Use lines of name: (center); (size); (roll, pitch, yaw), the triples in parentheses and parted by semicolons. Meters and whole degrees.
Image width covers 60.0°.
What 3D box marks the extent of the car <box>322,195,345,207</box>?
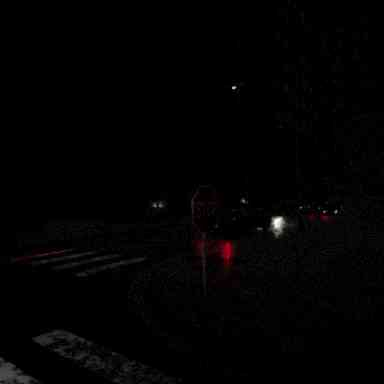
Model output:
car: (19.564, 1.195, 45.921); (1.837, 1.490, 4.892); (-1, -1, 36)

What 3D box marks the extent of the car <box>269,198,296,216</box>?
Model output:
car: (7.574, 1.257, 29.376); (1.882, 1.535, 5.008); (-1, 0, 36)

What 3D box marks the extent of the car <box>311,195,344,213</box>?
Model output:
car: (12.729, 1.182, 31.506); (2.128, 1.511, 4.902); (-1, 0, 36)

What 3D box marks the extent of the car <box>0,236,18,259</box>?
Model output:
car: (-7.309, 1.595, 8.631); (1.895, 1.301, 4.718); (-1, 0, 36)

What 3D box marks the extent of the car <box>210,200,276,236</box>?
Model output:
car: (2.440, 1.349, 17.148); (1.812, 1.442, 4.674); (-1, 0, 36)
